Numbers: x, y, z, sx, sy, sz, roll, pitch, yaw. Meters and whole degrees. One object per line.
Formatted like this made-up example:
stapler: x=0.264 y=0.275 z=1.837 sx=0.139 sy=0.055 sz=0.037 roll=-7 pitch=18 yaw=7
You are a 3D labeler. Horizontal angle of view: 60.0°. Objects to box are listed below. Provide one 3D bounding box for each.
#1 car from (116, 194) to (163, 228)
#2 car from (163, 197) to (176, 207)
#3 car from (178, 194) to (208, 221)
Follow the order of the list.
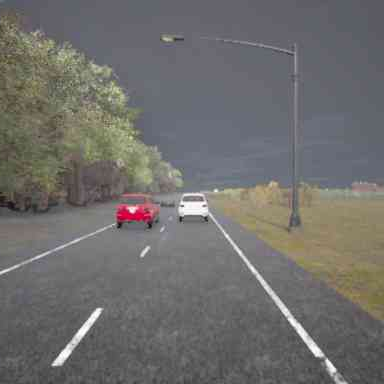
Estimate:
car: x=-3.395 y=1.165 z=21.655 sx=2.150 sy=2.045 sz=5.566 roll=0 pitch=0 yaw=0
car: x=-3.389 y=1.432 z=48.946 sx=1.994 sy=1.385 sz=4.181 roll=0 pitch=0 yaw=0
car: x=0.106 y=1.152 z=26.194 sx=2.150 sy=2.045 sz=5.566 roll=0 pitch=0 yaw=0
